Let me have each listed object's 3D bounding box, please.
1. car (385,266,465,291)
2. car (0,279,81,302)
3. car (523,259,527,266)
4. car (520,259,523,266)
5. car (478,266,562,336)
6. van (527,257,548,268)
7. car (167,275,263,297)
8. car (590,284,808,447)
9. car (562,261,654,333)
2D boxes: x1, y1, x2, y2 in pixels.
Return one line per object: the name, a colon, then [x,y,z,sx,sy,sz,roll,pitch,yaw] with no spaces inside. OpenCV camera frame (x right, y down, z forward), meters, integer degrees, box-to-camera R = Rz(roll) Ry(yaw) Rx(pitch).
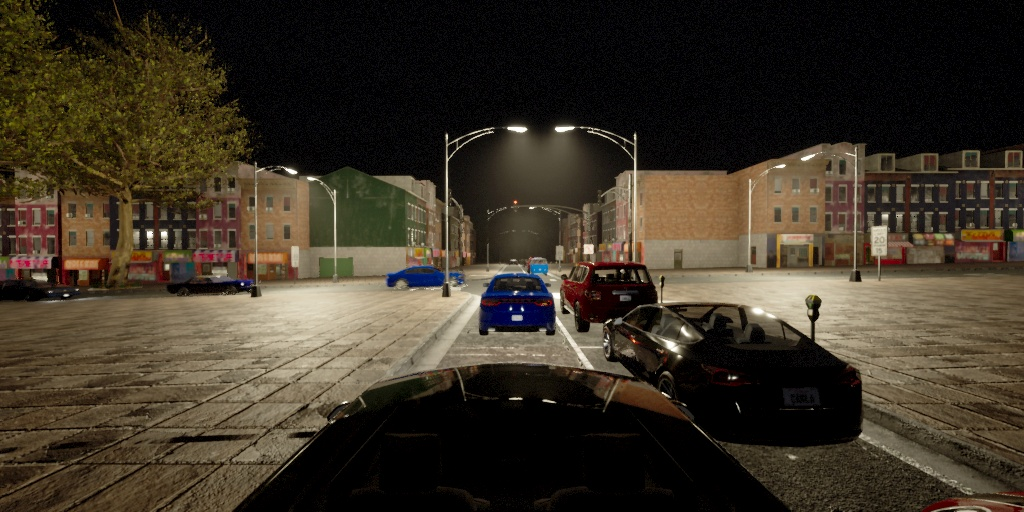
car: [-5.533,1.352,23.100,5.008,1.535,1.882,-2,1,-8]
car: [-30.727,2.173,22.587,5.357,1.411,2.033,-2,1,1]
car: [2.791,1.085,42.502,2.192,1.841,5.009,0,0,0]
car: [2.874,1.359,64.127,2.007,1.370,4.403,0,0,0]
car: [0.147,1.227,10.460,1.882,1.535,5.008,0,0,1]
van: [2.770,1.105,37.096,1.690,1.789,3.998,0,0,0]
car: [-18.547,1.849,22.545,4.718,1.301,1.895,-2,1,0]
car: [2.647,1.315,5.333,1.948,1.339,4.313,0,0,0]
car: [2.668,1.064,10.736,2.192,1.841,5.009,0,0,0]
